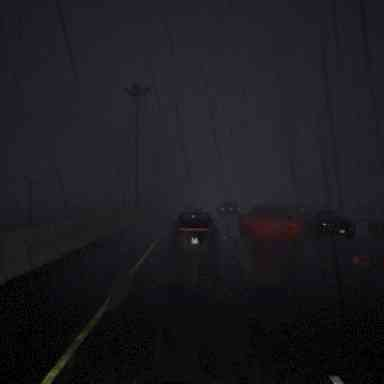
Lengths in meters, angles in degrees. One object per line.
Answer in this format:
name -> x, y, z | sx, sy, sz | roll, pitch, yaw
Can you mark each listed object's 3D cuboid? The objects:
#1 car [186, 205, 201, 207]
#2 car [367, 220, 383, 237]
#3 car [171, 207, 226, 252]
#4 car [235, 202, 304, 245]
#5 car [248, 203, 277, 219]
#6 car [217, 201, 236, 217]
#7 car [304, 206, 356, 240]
car -> 0.115, 1.893, 31.534 | 1.895, 1.301, 4.718 | 0, -1, 0
car -> 10.608, 1.749, 16.266 | 1.895, 1.301, 4.718 | 0, -1, 0
car -> 0.105, 1.625, 14.623 | 2.128, 1.511, 4.902 | 0, -1, 0
car -> 3.607, 1.502, 16.415 | 2.097, 1.767, 4.553 | 0, -1, 0
car -> 7.116, 1.884, 33.955 | 1.994, 1.385, 4.181 | 0, -1, 0
car -> 3.615, 1.661, 33.028 | 2.097, 1.767, 4.553 | 0, -1, 0
car -> 7.108, 1.690, 18.001 | 1.812, 1.442, 4.674 | 0, -1, 0
